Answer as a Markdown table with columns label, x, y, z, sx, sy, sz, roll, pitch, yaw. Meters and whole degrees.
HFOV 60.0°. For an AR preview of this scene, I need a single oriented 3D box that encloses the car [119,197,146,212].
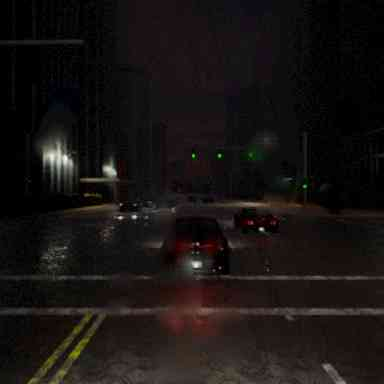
| label | x | y | z | sx | sy | sz | roll | pitch | yaw |
| --- | --- | --- | --- | --- | --- | --- | --- | --- | --- |
| car | -7.087 | 1.403 | 38.987 | 2.097 | 1.767 | 4.553 | 0 | 0 | 0 |

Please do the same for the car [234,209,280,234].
| label | x | y | z | sx | sy | sz | roll | pitch | yaw |
| --- | --- | --- | --- | --- | --- | --- | --- | --- | --- |
| car | 3.602 | 1.626 | 19.405 | 1.895 | 1.301 | 4.718 | 0 | 0 | 0 |

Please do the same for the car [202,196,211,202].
| label | x | y | z | sx | sy | sz | roll | pitch | yaw |
| --- | --- | --- | --- | --- | --- | --- | --- | --- | --- |
| car | 3.505 | 1.656 | 79.553 | 1.994 | 1.385 | 4.181 | 0 | 0 | 0 |

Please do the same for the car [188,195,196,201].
| label | x | y | z | sx | sy | sz | roll | pitch | yaw |
| --- | --- | --- | --- | --- | --- | --- | --- | --- | --- |
| car | 0.005 | 1.480 | 79.448 | 1.994 | 1.385 | 4.181 | 0 | 0 | 0 |

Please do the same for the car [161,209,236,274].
| label | x | y | z | sx | sy | sz | roll | pitch | yaw |
| --- | --- | --- | --- | --- | --- | --- | --- | --- | --- |
| car | 0.098 | 1.520 | 10.597 | 1.837 | 1.490 | 4.892 | 0 | 0 | 0 |

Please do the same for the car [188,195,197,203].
| label | x | y | z | sx | sy | sz | roll | pitch | yaw |
| --- | --- | --- | --- | --- | --- | --- | --- | --- | --- |
| car | 0.004 | 1.580 | 69.063 | 1.837 | 1.490 | 4.892 | 0 | 0 | 0 |

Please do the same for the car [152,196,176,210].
| label | x | y | z | sx | sy | sz | roll | pitch | yaw |
| --- | --- | --- | --- | --- | --- | --- | --- | --- | --- |
| car | -3.577 | 1.620 | 42.972 | 1.994 | 1.385 | 4.181 | 0 | 0 | 0 |

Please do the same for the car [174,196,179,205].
| label | x | y | z | sx | sy | sz | roll | pitch | yaw |
| --- | --- | --- | --- | --- | --- | --- | --- | --- | --- |
| car | -3.549 | 1.669 | 52.261 | 1.895 | 1.301 | 4.718 | 0 | 0 | 0 |

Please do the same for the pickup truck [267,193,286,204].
| label | x | y | z | sx | sy | sz | roll | pitch | yaw |
| --- | --- | --- | --- | --- | --- | --- | --- | --- | --- |
| pickup truck | 16.625 | 1.142 | 64.894 | 2.390 | 2.098 | 6.274 | 0 | 0 | 31 |

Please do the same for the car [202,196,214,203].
| label | x | y | z | sx | sy | sz | roll | pitch | yaw |
| --- | --- | --- | --- | --- | --- | --- | --- | --- | --- |
| car | 3.504 | 1.568 | 69.390 | 1.882 | 1.535 | 5.008 | 0 | 0 | 0 |

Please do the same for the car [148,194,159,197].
| label | x | y | z | sx | sy | sz | roll | pitch | yaw |
| --- | --- | --- | --- | --- | --- | --- | --- | --- | --- |
| car | -6.996 | 1.299 | 59.548 | 2.150 | 2.045 | 5.566 | 0 | 0 | 0 |

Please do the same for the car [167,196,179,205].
| label | x | y | z | sx | sy | sz | roll | pitch | yaw |
| --- | --- | --- | --- | --- | --- | --- | --- | --- | --- |
| car | -3.496 | 1.559 | 62.382 | 1.882 | 1.535 | 5.008 | 0 | 0 | 0 |

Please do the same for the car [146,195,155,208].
| label | x | y | z | sx | sy | sz | roll | pitch | yaw |
| --- | --- | --- | --- | --- | --- | --- | --- | --- | --- |
| car | -7.068 | 1.569 | 49.141 | 1.837 | 1.490 | 4.892 | 0 | 0 | 0 |
